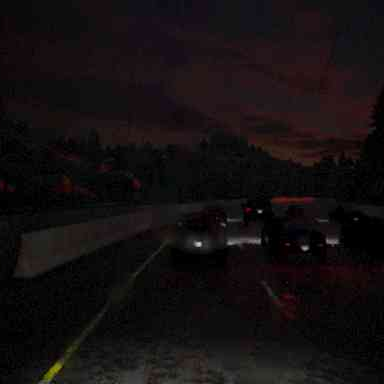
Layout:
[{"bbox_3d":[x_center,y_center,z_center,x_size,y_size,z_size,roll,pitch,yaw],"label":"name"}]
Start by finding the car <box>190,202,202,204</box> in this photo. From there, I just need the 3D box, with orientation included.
[{"bbox_3d":[1.101,2.279,68.710,1.812,1.442,4.674,0,-1,19],"label":"car"}]

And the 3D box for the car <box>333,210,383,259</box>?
[{"bbox_3d":[7.405,1.671,13.075,1.812,1.442,4.674,0,0,5],"label":"car"}]

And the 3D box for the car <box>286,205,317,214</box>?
[{"bbox_3d":[8.915,1.780,27.402,1.882,1.535,5.008,0,0,9],"label":"car"}]

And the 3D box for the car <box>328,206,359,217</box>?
[{"bbox_3d":[12.332,1.819,26.625,1.812,1.442,4.674,0,0,9],"label":"car"}]

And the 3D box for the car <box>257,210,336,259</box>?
[{"bbox_3d":[3.910,1.673,13.261,1.812,1.442,4.674,0,0,5],"label":"car"}]

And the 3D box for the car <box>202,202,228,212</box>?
[{"bbox_3d":[1.856,1.811,27.578,1.837,1.490,4.892,0,0,9],"label":"car"}]

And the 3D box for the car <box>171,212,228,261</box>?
[{"bbox_3d":[0.371,1.708,12.950,1.994,1.385,4.181,0,-1,4],"label":"car"}]

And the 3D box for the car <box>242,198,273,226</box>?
[{"bbox_3d":[5.178,1.514,26.220,2.150,2.045,5.566,0,0,8],"label":"car"}]
